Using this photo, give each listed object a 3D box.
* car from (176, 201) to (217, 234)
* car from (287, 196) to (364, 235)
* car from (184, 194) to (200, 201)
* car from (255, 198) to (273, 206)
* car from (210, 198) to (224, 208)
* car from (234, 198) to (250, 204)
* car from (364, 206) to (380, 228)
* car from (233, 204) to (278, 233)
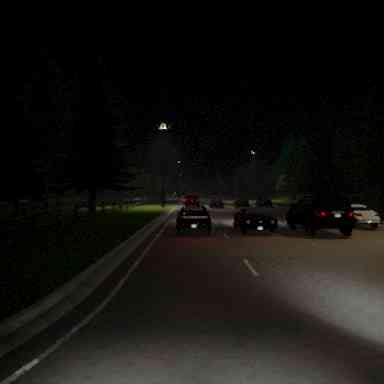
[{"bbox_3d":[0.099,1.507,19.358,2.128,1.511,4.902,0,0,0],"label":"car"},{"bbox_3d":[7.099,1.236,18.839,2.150,2.045,5.566,0,0,0],"label":"car"},{"bbox_3d":[-0.001,1.259,46.747,2.150,2.045,5.566,0,0,0],"label":"car"},{"bbox_3d":[10.512,1.563,48.681,1.812,1.442,4.674,0,0,0],"label":"car"},{"bbox_3d":[3.505,1.601,47.748,1.994,1.385,4.181,0,0,0],"label":"car"},{"bbox_3d":[6.999,1.584,46.751,2.033,1.411,5.357,0,0,0],"label":"car"},{"bbox_3d":[10.586,1.543,22.122,1.812,1.442,4.674,0,0,0],"label":"car"},{"bbox_3d":[3.599,1.616,19.757,1.895,1.301,4.718,0,0,0],"label":"car"}]
